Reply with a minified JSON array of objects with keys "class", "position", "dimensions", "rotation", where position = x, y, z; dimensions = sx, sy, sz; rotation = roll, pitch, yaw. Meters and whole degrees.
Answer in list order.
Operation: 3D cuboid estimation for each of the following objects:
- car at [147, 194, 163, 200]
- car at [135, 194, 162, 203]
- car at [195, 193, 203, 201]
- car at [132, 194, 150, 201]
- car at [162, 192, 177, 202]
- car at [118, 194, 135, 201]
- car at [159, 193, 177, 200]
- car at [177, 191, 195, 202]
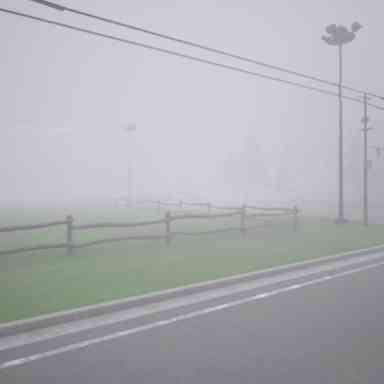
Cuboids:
[{"class":"car","position":[-8.486,1.166,75.685],"dimensions":[1.994,1.385,4.181],"rotation":[-1,0,-35]},{"class":"car","position":[-8.276,1.224,63.158],"dimensions":[2.128,1.511,4.902],"rotation":[-1,0,-35]},{"class":"car","position":[0.280,1.006,69.243],"dimensions":[2.097,1.767,4.553],"rotation":[-1,0,-35]},{"class":"car","position":[-11.356,1.143,73.682],"dimensions":[1.837,1.490,4.892],"rotation":[-1,0,-35]},{"class":"car","position":[-5.505,1.057,65.301],"dimensions":[2.097,1.767,4.553],"rotation":[-1,0,-35]},{"class":"car","position":[-14.226,1.150,71.679],"dimensions":[1.882,1.535,5.008],"rotation":[-1,0,-35]},{"class":"car","position":[-5.616,1.112,77.689],"dimensions":[2.128,1.511,4.902],"rotation":[-1,0,-35]},{"class":"car","position":[-2.452,0.900,67.040],"dimensions":[2.150,2.045,5.566],"rotation":[-1,0,-35]}]
